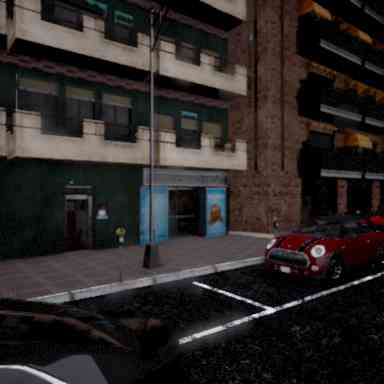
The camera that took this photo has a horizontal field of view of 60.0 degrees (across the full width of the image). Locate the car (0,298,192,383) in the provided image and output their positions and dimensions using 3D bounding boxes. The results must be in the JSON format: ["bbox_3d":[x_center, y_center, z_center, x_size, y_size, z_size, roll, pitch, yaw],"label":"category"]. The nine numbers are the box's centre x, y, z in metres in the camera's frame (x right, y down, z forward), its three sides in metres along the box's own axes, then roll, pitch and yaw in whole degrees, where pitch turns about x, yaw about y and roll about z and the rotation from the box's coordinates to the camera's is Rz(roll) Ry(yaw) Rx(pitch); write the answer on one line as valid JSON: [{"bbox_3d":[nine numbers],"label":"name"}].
[{"bbox_3d":[-2.194,1.524,1.608,4.892,1.490,1.837,0,0,-37],"label":"car"}]

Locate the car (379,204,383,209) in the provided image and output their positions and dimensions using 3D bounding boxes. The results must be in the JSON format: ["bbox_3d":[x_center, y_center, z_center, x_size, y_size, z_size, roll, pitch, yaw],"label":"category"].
[{"bbox_3d":[8.450,1.299,13.091,5.009,1.841,2.192,0,0,-37],"label":"car"}]

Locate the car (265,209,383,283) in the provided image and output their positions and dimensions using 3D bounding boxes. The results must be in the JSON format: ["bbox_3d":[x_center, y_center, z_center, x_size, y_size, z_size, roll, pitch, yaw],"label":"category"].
[{"bbox_3d":[3.966,1.441,9.678,4.097,1.590,1.967,0,0,-37],"label":"car"}]
